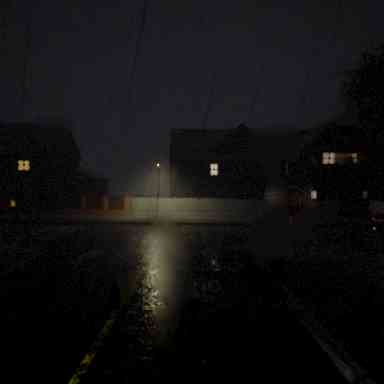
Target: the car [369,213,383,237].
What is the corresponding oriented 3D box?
[{"bbox_3d":[11.268,1.596,16.159,4.902,1.511,2.128,1,2,-1],"label":"car"}]
